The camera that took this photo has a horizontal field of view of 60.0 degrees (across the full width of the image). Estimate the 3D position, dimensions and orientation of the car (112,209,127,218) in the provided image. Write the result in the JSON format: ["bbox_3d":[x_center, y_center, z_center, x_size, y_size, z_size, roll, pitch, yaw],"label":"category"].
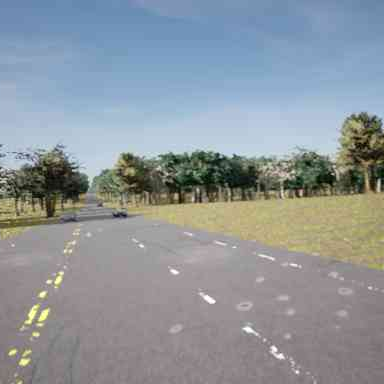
[{"bbox_3d":[-11.008,3.216,50.228,1.895,1.301,4.718,-3,-1,-17],"label":"car"}]

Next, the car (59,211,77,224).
[{"bbox_3d":[-16.394,3.314,44.324,1.837,1.490,4.892,-4,-1,-15],"label":"car"}]
